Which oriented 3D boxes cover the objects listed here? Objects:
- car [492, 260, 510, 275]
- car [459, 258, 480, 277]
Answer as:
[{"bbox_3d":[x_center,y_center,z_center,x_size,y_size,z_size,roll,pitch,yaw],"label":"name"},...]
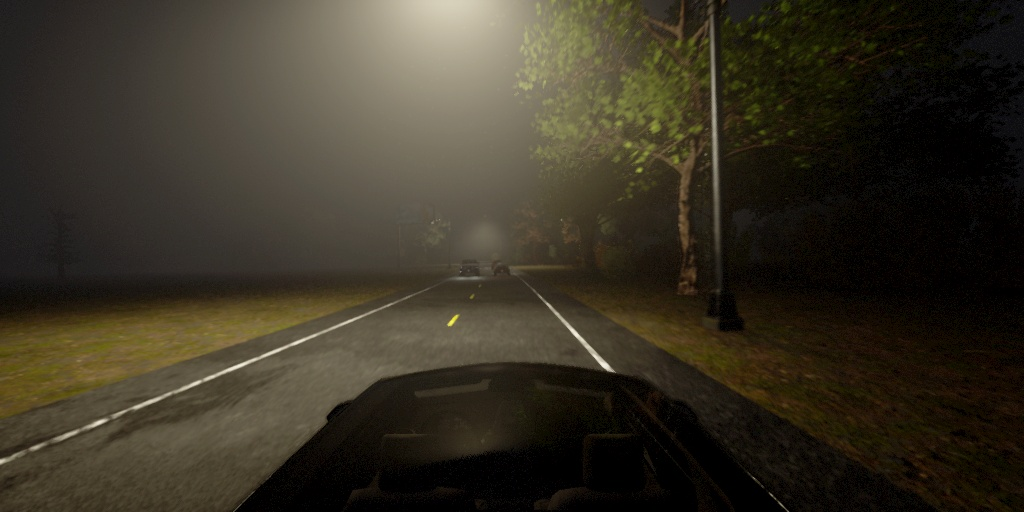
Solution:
[{"bbox_3d":[-1.257,1.531,42.946,1.812,1.442,4.674,-1,0,-3],"label":"car"},{"bbox_3d":[-4.892,1.306,42.123,2.150,2.045,5.566,-1,-1,-3],"label":"car"}]
